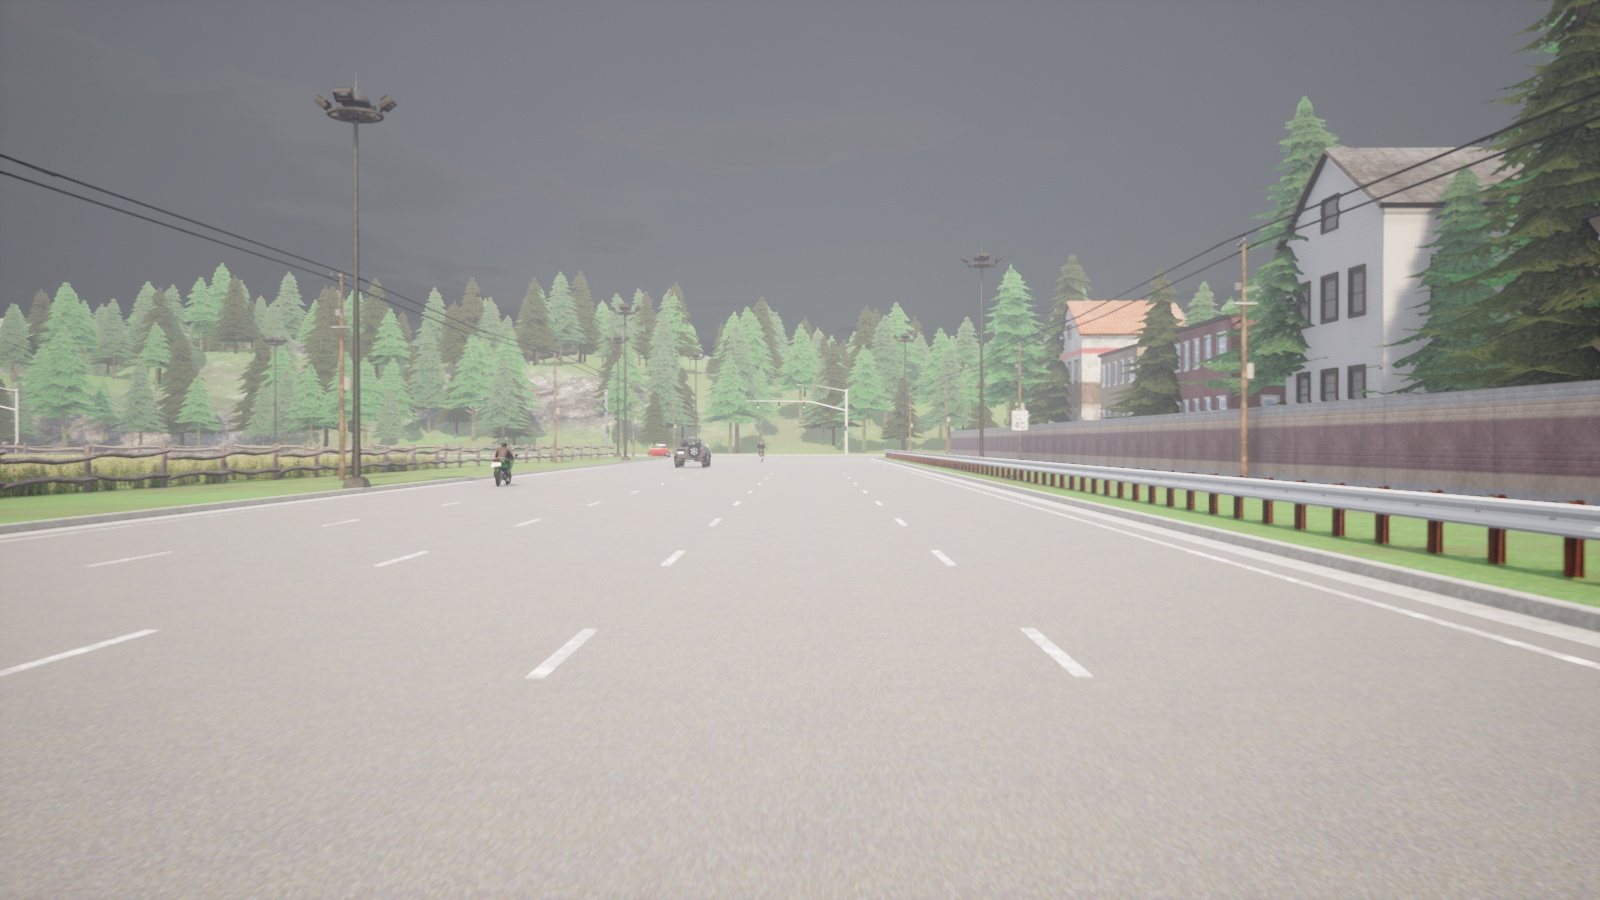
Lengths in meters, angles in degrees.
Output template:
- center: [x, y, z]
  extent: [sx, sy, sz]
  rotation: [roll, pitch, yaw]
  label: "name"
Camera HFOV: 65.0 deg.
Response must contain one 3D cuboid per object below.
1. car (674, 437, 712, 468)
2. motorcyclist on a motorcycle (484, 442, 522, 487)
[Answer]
- center: [-6.545, 0.124, 77.044]
  extent: [1.932, 1.855, 4.605]
  rotation: [0, 0, 0]
  label: "car"
- center: [-10.237, 0.476, 43.353]
  extent: [0.797, 1.523, 2.044]
  rotation: [0, 0, 0]
  label: "motorcyclist on a motorcycle"
